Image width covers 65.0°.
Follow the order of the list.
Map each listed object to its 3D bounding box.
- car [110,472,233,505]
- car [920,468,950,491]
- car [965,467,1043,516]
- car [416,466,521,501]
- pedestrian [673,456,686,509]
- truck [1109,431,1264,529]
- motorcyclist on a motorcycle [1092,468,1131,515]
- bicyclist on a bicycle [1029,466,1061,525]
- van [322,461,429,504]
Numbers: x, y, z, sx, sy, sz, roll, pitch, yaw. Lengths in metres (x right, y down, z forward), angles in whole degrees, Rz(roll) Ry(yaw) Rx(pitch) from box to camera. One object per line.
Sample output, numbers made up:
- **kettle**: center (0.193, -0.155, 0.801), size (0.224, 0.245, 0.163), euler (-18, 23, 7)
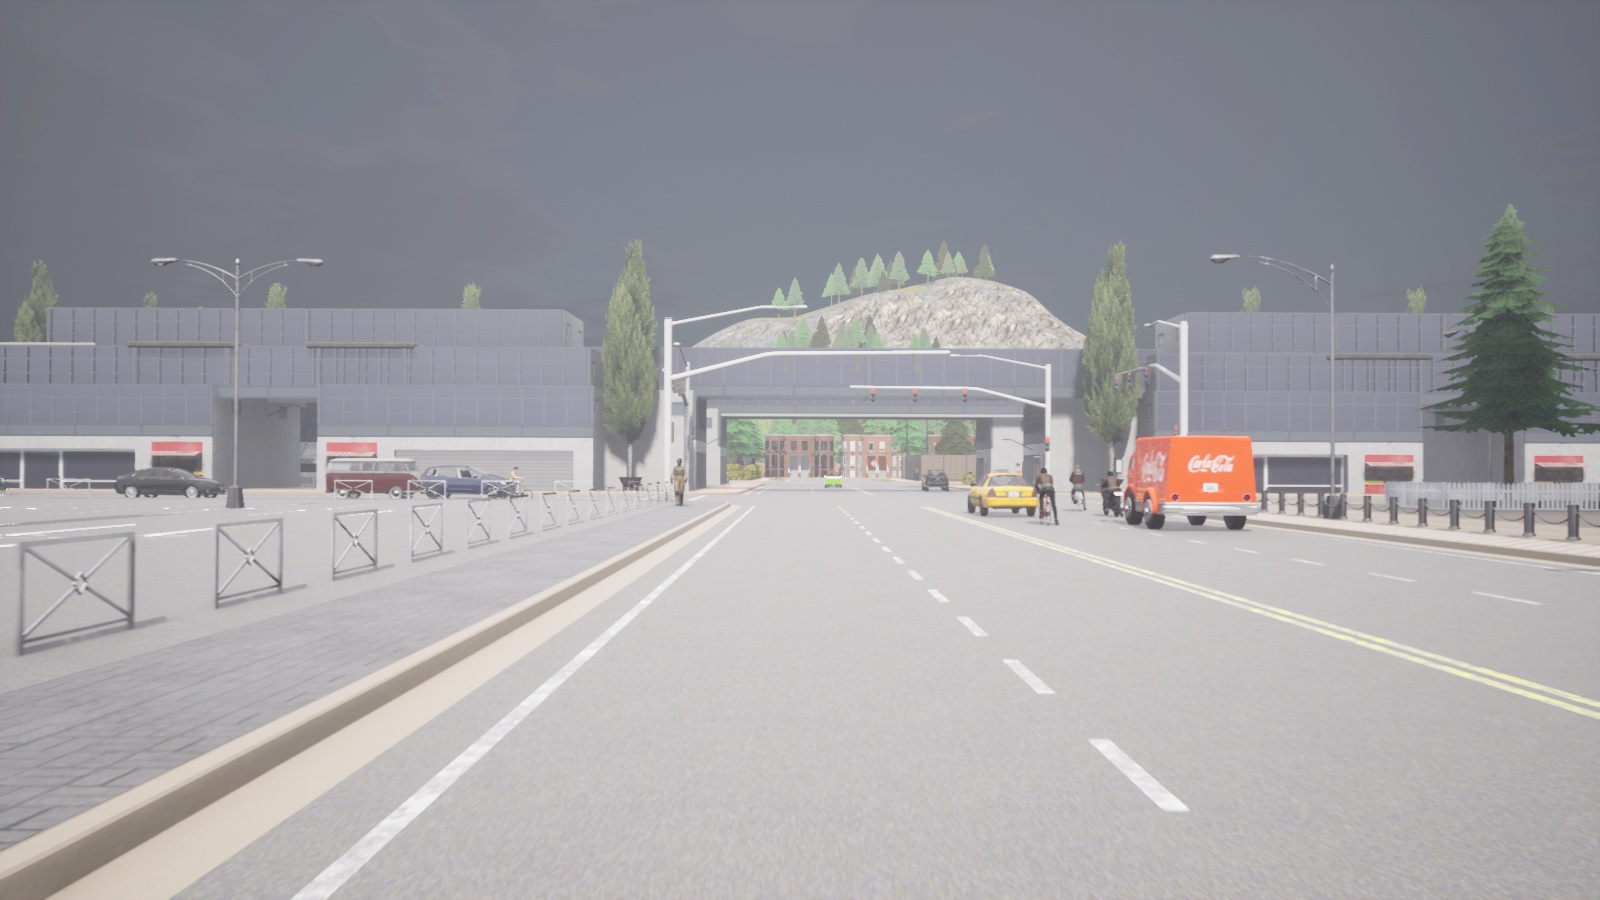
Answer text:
- **car**: center (-29.645, 1.819, 59.285), size (4.892, 1.490, 1.837), euler (0, -1, 2)
- **car**: center (9.677, 2.097, 90.120), size (1.789, 1.549, 3.705), euler (0, -1, 0)
- **car**: center (6.898, 1.365, 42.973), size (1.801, 1.575, 5.366), euler (0, -1, 0)
- **car**: center (-16.457, 1.654, 62.452), size (4.611, 1.667, 2.242), euler (0, -1, 1)
- **pedestrian**: center (-4.421, 1.175, 46.018), size (0.396, 1.930, 0.692), euler (0, -1, -1)
- **truck**: center (10.414, 0.797, 34.395), size (2.627, 2.467, 5.204), euler (0, -1, 0)
- **motorcyclist on a motorcycle**: center (10.400, 1.379, 42.001), size (0.797, 1.523, 2.044), euler (0, -1, 0)
- **bicyclist on a bicycle**: center (6.915, 1.267, 35.510), size (0.582, 1.620, 1.656), euler (0, -1, 0)
- **van**: center (-19.918, 1.525, 59.033), size (4.442, 1.987, 1.775), euler (0, -1, 1)
